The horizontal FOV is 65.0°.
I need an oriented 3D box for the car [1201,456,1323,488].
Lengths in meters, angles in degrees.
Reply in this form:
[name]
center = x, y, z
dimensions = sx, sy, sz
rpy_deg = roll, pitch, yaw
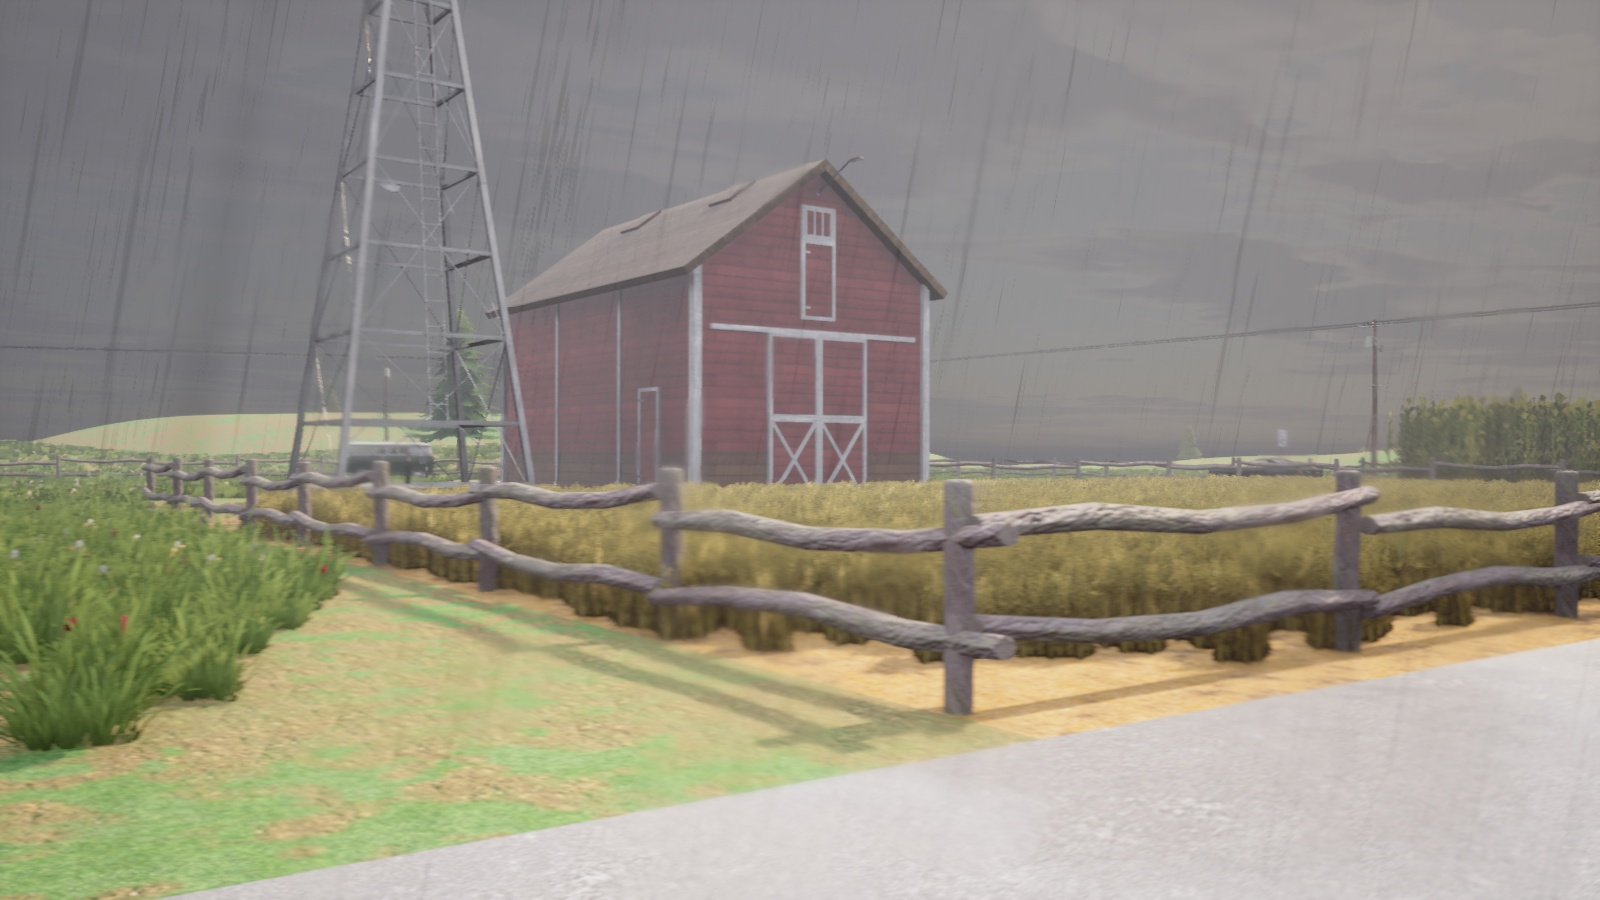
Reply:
[car]
center = 19.910, 0.936, 54.268
dimensions = 1.895, 1.301, 4.718
rpy_deg = 0, 0, -35

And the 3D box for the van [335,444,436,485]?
[van]
center = -20.401, 0.692, 61.844
dimensions = 4.442, 1.987, 1.775
rpy_deg = 0, 0, -29
